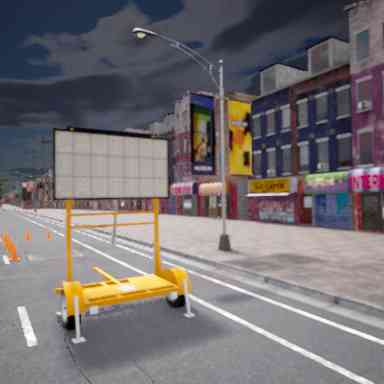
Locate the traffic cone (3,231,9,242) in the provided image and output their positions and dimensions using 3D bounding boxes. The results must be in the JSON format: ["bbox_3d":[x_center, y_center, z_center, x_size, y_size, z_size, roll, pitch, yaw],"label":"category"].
[{"bbox_3d":[-8.549,2.234,15.511,0.340,0.580,0.340,0,-1,-32],"label":"traffic cone"}]

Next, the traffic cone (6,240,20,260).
[{"bbox_3d":[-6.457,2.158,12.102,0.340,0.580,0.340,0,-1,-32],"label":"traffic cone"}]

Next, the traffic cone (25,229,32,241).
[{"bbox_3d":[-8.742,2.271,17.738,0.340,0.580,0.340,0,-1,-32],"label":"traffic cone"}]

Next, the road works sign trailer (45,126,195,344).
[{"bbox_3d":[-1.634,0.550,6.876,2.380,3.560,2.880,0,-1,-31],"label":"road works sign trailer"}]

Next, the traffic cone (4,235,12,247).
[{"bbox_3d":[-7.503,2.195,13.807,0.340,0.580,0.340,0,-1,-32],"label":"traffic cone"}]
